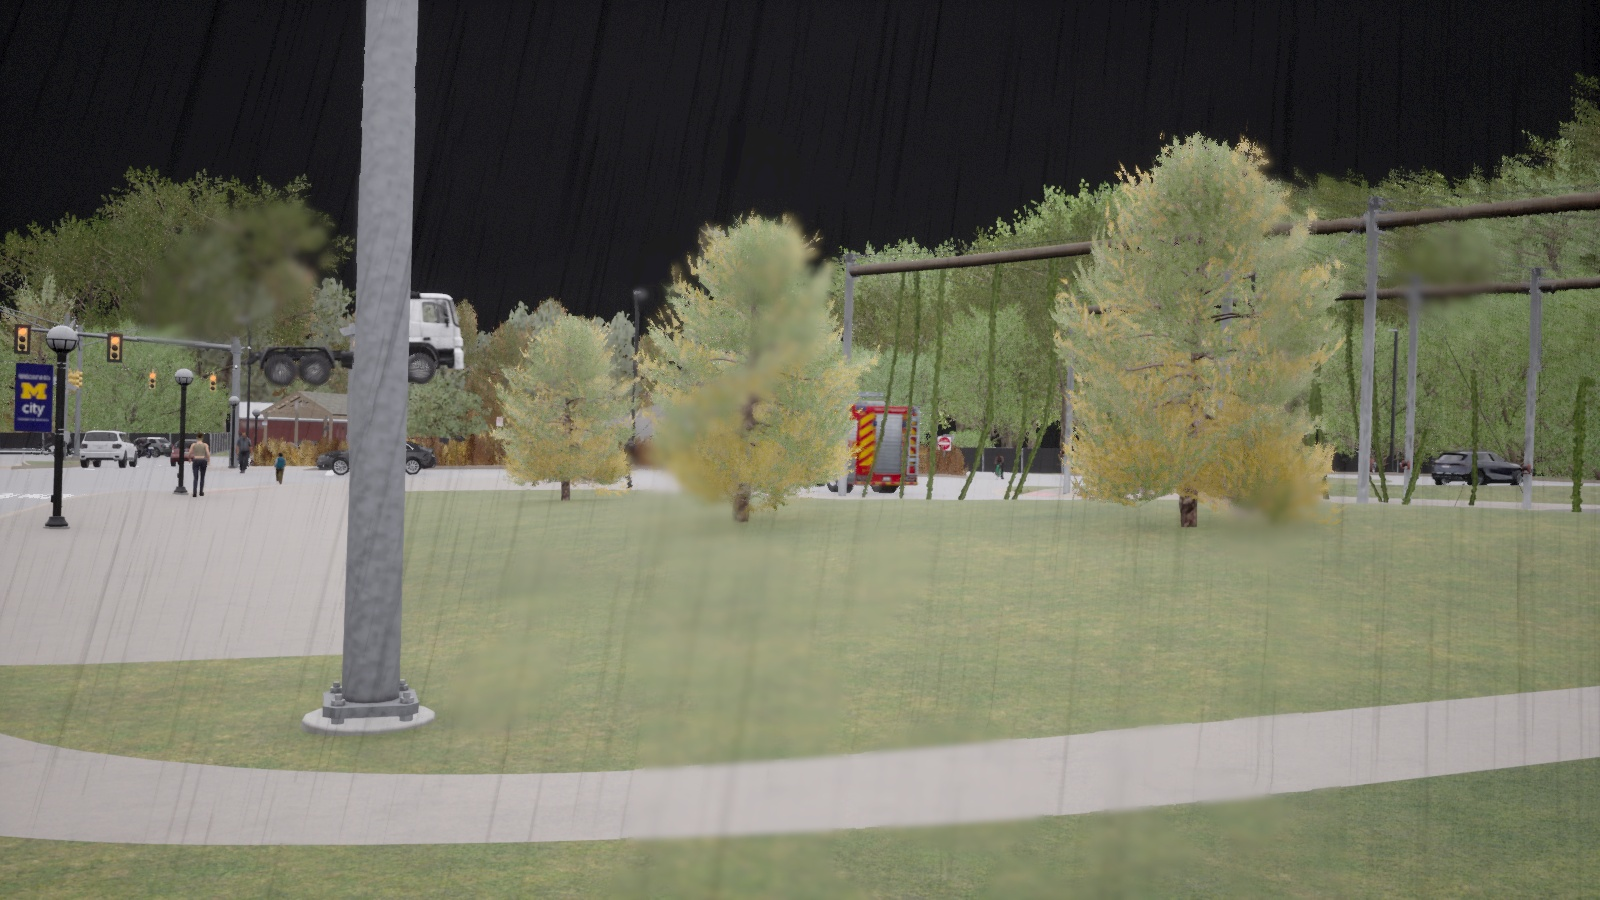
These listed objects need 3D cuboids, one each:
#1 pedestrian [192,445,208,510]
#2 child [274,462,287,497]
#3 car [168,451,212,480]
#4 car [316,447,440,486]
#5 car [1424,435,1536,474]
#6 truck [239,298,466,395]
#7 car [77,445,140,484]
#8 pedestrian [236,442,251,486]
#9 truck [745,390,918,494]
[{"bbox_3d":[-17.073,0.771,35.738,0.345,1.836,0.594,1,0,-20],"label":"pedestrian"},{"bbox_3d":[-18.471,1.045,44.626,0.343,1.192,0.448,0,0,-30],"label":"child"},{"bbox_3d":[-36.863,0.900,75.986,1.851,1.617,3.988,-1,1,-19],"label":"car"},{"bbox_3d":[-18.053,0.696,53.746,4.892,1.490,1.837,-1,1,-20],"label":"car"},{"bbox_3d":[30.518,0.173,56.359,4.856,1.649,2.033,-1,1,-27],"label":"car"},{"bbox_3d":[-17.345,-4.057,48.918,7.936,3.462,2.891,-4,4,-22],"label":"truck"},{"bbox_3d":[-38.546,0.798,70.137,2.150,2.045,5.566,-1,0,-19],"label":"car"},{"bbox_3d":[-23.467,0.590,52.984,0.540,1.848,0.694,1,0,-23],"label":"pedestrian"},{"bbox_3d":[1.065,-0.357,50.479,2.891,3.827,8.468,0,1,-30],"label":"truck"}]
